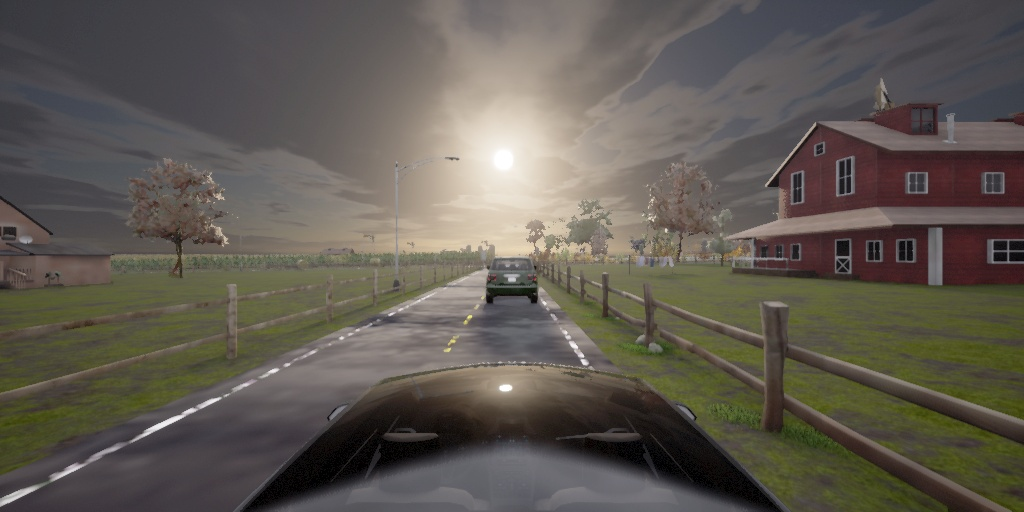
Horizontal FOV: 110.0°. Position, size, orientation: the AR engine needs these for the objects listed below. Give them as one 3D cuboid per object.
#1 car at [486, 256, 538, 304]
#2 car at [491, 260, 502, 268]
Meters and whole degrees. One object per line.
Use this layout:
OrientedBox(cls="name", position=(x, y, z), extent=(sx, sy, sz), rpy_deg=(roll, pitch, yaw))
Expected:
OrientedBox(cls="car", position=(0.000, 1.009, 16.531), extent=(2.150, 2.045, 5.566), rpy_deg=(0, 0, 0))
OrientedBox(cls="car", position=(-2.750, 1.477, 64.471), extent=(1.895, 1.301, 4.718), rpy_deg=(0, 0, 0))
